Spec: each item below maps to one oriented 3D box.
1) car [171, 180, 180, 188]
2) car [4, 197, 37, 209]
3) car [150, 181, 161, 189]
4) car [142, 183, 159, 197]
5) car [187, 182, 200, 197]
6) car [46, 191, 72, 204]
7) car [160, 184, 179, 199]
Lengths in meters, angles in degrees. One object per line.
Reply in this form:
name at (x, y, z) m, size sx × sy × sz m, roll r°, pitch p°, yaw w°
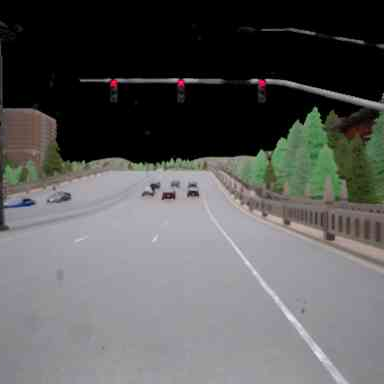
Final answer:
car at (-3.242, -1.663, 64.819) m, size 2.033 × 1.411 × 5.357 m, roll 0°, pitch 7°, yaw 0°
car at (-17.561, 1.278, 33.674) m, size 1.882 × 1.535 × 5.008 m, roll 0°, pitch 2°, yaw 0°
car at (-6.856, -1.380, 62.280) m, size 1.837 × 1.490 × 4.892 m, roll 0°, pitch 7°, yaw 0°
car at (-6.818, -0.125, 52.452) m, size 1.812 × 1.442 × 4.674 m, roll 0°, pitch 7°, yaw 0°
car at (0.186, -0.104, 51.818) m, size 1.882 × 1.535 × 5.008 m, roll 0°, pitch 7°, yaw 0°
car at (-17.511, 0.682, 44.011) m, size 2.128 × 1.511 × 4.902 m, roll 0°, pitch 5°, yaw 1°
car at (-3.325, 0.152, 49.523) m, size 1.882 × 1.535 × 5.008 m, roll 0°, pitch 6°, yaw 0°
